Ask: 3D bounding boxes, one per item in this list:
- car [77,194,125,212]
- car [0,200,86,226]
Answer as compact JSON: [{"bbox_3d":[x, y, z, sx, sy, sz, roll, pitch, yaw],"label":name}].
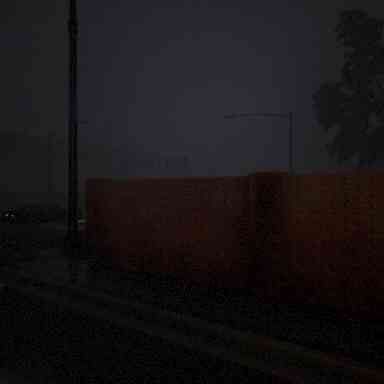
[{"bbox_3d":[-10.946,1.225,40.446,2.150,2.045,5.566,0,0,37],"label":"car"},{"bbox_3d":[-10.314,1.546,23.334,2.033,1.411,5.357,0,0,37],"label":"car"}]
